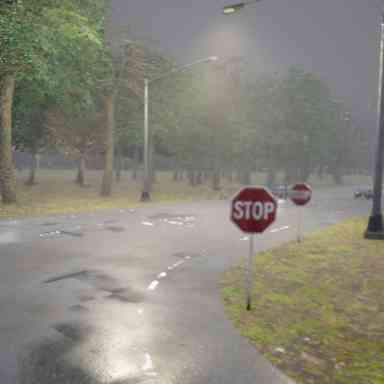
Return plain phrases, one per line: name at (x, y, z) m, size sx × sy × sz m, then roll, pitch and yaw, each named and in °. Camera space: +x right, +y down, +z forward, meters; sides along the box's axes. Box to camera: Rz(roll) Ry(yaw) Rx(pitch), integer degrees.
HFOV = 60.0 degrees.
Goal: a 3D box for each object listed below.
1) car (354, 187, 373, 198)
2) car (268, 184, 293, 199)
car at (19.801, 0.063, 37.411) m, size 1.895 × 1.301 × 4.718 m, roll 4°, pitch 5°, yaw 40°
car at (9.886, -0.128, 36.433) m, size 1.882 × 1.535 × 5.008 m, roll 4°, pitch 6°, yaw 40°
